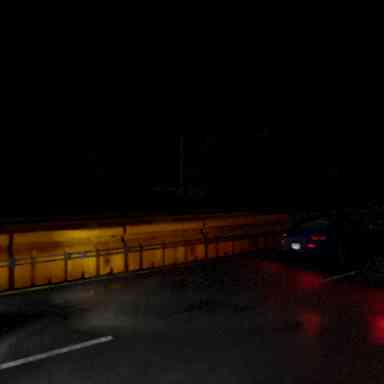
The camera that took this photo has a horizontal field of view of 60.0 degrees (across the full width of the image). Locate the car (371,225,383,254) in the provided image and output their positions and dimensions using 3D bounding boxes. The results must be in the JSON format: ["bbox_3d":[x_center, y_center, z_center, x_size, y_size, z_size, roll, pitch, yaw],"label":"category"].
[{"bbox_3d":[6.780,1.507,8.585,4.674,1.442,1.812,0,0,-35],"label":"car"}]

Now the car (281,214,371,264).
[{"bbox_3d":[5.100,1.507,11.684,4.674,1.442,1.812,0,0,-36],"label":"car"}]
